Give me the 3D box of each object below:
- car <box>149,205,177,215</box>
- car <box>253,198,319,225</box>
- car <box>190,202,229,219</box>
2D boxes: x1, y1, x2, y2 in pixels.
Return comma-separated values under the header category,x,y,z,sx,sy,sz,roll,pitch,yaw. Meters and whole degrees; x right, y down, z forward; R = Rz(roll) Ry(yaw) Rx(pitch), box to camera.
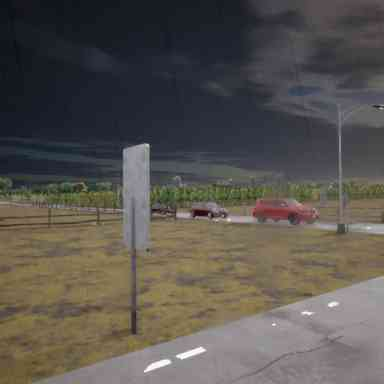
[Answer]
category,x,y,z,sx,sy,sz,roll,pitch,yaw
car,-3.818,2.268,42.617,1.895,1.301,4.718,0,-1,-36
car,7.446,1.516,26.990,2.150,2.045,5.566,0,-1,-36
car,1.773,1.833,34.862,2.097,1.767,4.553,0,-1,-36
